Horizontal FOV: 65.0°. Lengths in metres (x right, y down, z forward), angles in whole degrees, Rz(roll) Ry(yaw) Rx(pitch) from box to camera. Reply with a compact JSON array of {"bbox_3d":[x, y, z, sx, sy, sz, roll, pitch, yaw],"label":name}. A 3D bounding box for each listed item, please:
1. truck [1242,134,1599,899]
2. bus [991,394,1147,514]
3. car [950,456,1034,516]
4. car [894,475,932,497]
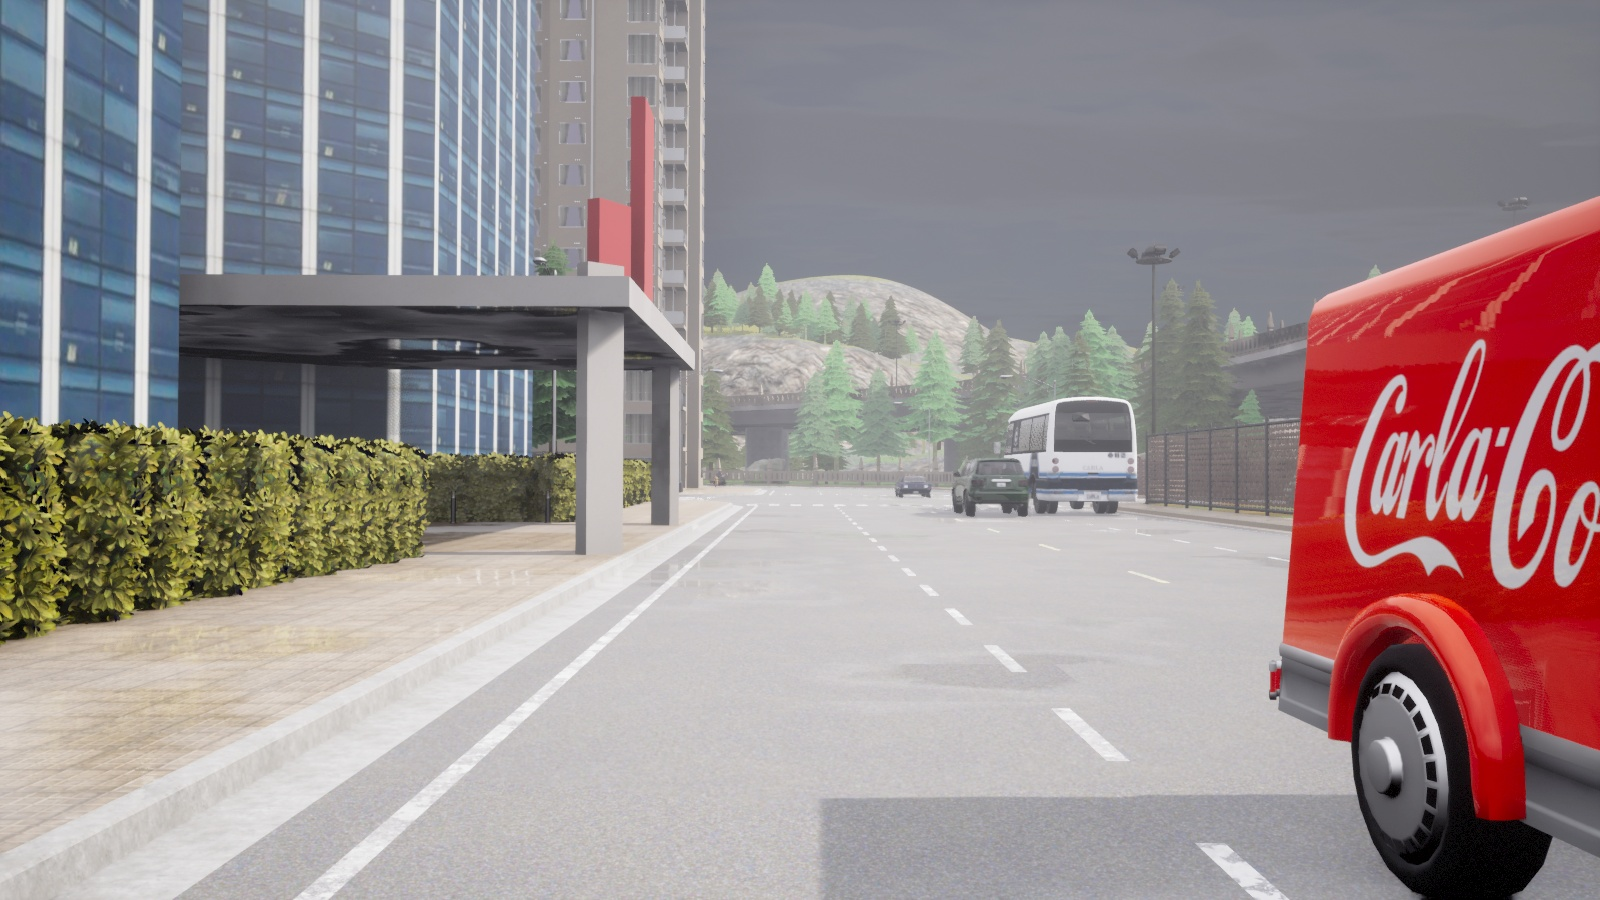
[{"bbox_3d":[3.488,0.373,3.519,2.627,2.467,5.204,0,-1,0],"label":"truck"},{"bbox_3d":[10.362,0.232,49.859,3.944,4.253,10.273,0,-1,0],"label":"bus"},{"bbox_3d":[6.877,1.270,45.608,2.150,2.045,5.566,0,-1,0],"label":"car"},{"bbox_3d":[6.798,2.162,75.900,1.895,1.301,4.718,0,-1,0],"label":"car"}]
